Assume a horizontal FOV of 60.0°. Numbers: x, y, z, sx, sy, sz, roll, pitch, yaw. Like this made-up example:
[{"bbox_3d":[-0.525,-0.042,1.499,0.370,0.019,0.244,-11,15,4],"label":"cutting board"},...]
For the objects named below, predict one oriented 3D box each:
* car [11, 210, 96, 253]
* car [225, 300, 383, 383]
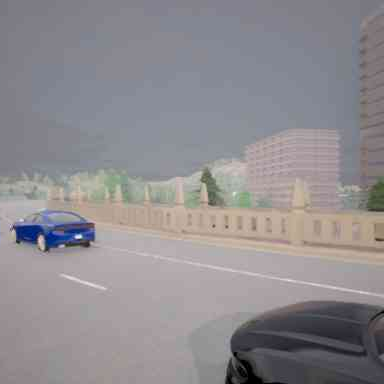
[{"bbox_3d":[-5.975,1.509,14.053,5.008,1.535,1.882,0,0,44],"label":"car"},{"bbox_3d":[2.610,1.493,2.277,5.008,1.535,1.882,0,0,35],"label":"car"}]
